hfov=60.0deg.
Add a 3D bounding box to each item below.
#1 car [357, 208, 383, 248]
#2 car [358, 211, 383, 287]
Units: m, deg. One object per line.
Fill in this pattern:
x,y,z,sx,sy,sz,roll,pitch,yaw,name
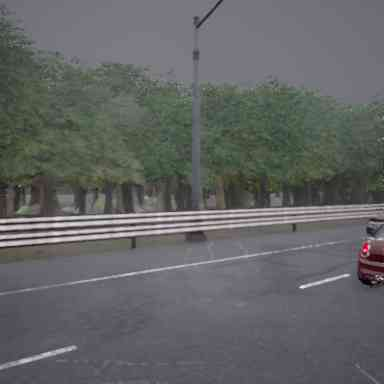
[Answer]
9.787,1.512,15.029,4.902,1.511,2.128,0,0,-35,car
6.092,1.362,8.121,4.553,1.767,2.097,0,0,-35,car
